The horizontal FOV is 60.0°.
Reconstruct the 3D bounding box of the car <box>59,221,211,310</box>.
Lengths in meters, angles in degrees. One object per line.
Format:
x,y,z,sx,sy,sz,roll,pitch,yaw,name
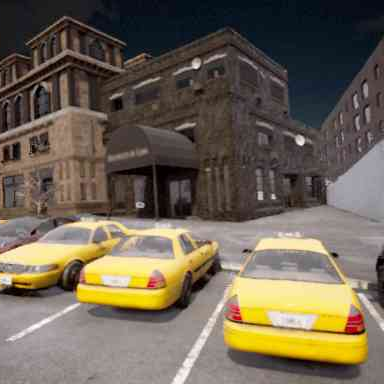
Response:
-0.592,1.514,8.069,1.946,1.575,5.366,0,-1,16,car

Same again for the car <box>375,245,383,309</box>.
4.233,1.248,4.441,2.435,2.045,5.566,0,-1,16,car

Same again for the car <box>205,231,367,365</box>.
1.843,1.503,6.330,1.946,1.575,5.366,0,-1,16,car

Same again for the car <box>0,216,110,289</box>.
-3.123,1.524,9.456,1.946,1.575,5.366,0,-1,16,car
